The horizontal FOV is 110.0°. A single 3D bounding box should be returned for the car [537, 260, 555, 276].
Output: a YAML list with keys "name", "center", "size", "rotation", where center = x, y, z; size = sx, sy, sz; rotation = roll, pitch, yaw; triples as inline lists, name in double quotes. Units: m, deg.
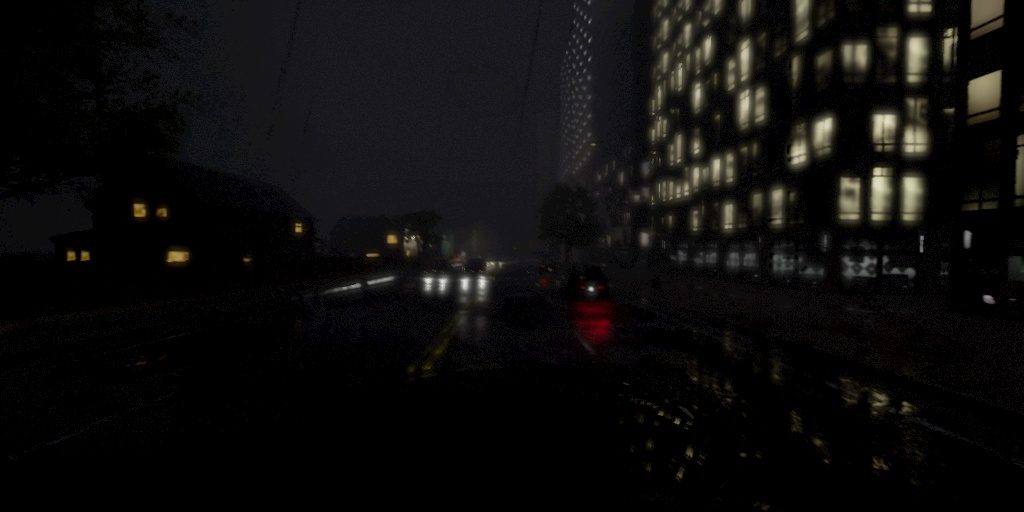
- name: "car"
  center: [3.430, 1.048, 33.867]
  size: [1.812, 1.442, 4.674]
  rotation: [0, 0, 0]

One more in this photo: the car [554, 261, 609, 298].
- name: "car"
  center: [3.384, 1.140, 17.601]
  size: [1.837, 1.490, 4.892]
  rotation: [0, 0, 0]

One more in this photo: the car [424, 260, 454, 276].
- name: "car"
  center: [-6.519, 1.083, 32.433]
  size: [1.994, 1.385, 4.181]
  rotation: [0, 0, 0]

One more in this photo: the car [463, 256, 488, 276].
- name: "car"
  center: [-3.268, 1.027, 32.654]
  size: [1.837, 1.490, 4.892]
  rotation: [0, 0, 0]
